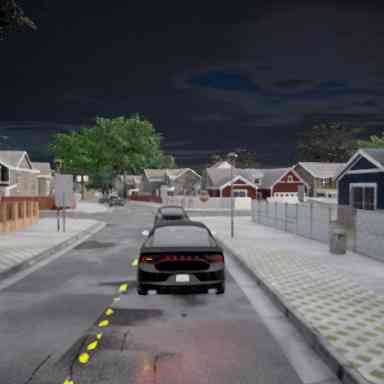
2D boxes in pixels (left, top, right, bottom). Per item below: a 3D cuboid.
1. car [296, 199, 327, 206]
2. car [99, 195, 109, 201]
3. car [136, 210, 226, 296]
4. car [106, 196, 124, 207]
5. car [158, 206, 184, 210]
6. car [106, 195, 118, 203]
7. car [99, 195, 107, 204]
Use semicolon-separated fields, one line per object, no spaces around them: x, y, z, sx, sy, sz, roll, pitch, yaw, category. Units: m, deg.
13.526;1.648;39.228;5.008;1.535;1.882;0;1;-20;car
-21.928;1.456;83.143;1.812;1.442;4.674;0;0;-22;car
-0.322;1.477;8.761;1.882;1.535;5.008;0;0;-3;car
-11.732;1.628;51.542;1.994;1.385;4.181;0;0;-19;car
-1.178;1.511;18.341;1.837;1.490;4.892;0;0;-6;car
-17.743;1.548;73.640;1.882;1.535;5.008;-1;0;-24;car
-17.310;1.637;66.092;2.033;1.411;5.357;-1;0;-23;car
